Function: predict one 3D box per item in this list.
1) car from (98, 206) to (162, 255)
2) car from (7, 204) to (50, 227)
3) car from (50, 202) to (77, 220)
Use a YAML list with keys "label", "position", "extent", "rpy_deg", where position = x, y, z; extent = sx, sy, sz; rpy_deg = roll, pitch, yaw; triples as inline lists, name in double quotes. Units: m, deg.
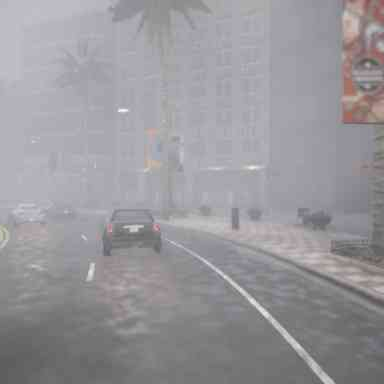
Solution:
- label: "car"
  position: [-2.692, 1.346, 13.631]
  extent: [2.097, 1.767, 4.553]
  rpy_deg: [0, 0, -18]
- label: "car"
  position: [-11.434, 1.522, 22.906]
  extent: [1.812, 1.442, 4.674]
  rpy_deg: [0, 0, -35]
- label: "car"
  position: [-11.485, 1.557, 28.479]
  extent: [1.994, 1.385, 4.181]
  rpy_deg: [0, 0, -40]
